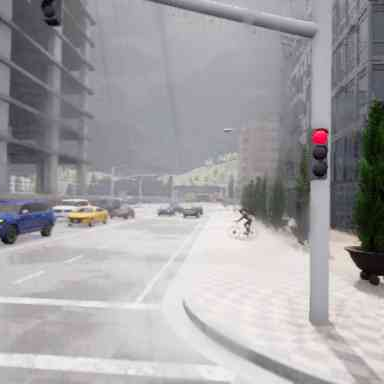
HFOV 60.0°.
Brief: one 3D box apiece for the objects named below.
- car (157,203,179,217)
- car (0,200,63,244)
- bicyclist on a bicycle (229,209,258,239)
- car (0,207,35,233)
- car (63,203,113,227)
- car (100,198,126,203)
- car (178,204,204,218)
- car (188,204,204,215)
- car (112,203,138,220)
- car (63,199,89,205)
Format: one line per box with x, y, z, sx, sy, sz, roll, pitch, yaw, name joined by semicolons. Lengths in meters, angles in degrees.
-3.383;2.568;44.424;1.895;1.301;4.718;1;-1;5;car
-9.247;1.436;17.300;2.150;2.045;5.566;1;-1;5;car
2.883;1.805;18.659;1.656;1.620;0.582;1;-1;5;bicyclist on a bicycle
-12.410;1.773;21.630;1.812;1.442;4.674;1;-1;5;car
-8.440;1.939;27.254;1.882;1.535;5.008;1;-1;5;car
-10.675;1.986;42.413;2.150;2.045;5.566;1;-1;5;car
-0.047;2.466;41.701;2.128;1.511;4.902;1;-1;5;car
0.715;2.699;51.077;2.128;1.511;4.902;1;-1;5;car
-7.640;2.228;36.912;1.812;1.442;4.674;1;-1;5;car
-11.564;1.724;31.913;2.150;2.045;5.566;1;-1;5;car
